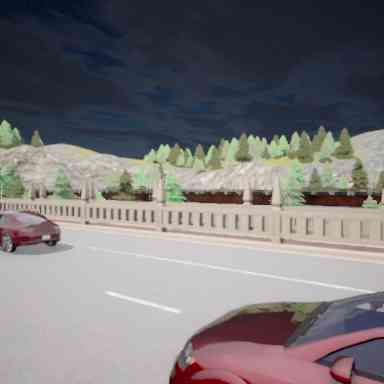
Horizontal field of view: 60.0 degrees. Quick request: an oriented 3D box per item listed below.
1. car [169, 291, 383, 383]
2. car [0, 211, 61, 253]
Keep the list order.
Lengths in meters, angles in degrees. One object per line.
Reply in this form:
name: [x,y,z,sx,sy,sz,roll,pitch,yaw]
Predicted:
car: [1.833,1.564,2.683,4.181,1.385,1.994,0,0,36]
car: [-7.154,1.474,13.393,4.674,1.442,1.812,0,0,36]
